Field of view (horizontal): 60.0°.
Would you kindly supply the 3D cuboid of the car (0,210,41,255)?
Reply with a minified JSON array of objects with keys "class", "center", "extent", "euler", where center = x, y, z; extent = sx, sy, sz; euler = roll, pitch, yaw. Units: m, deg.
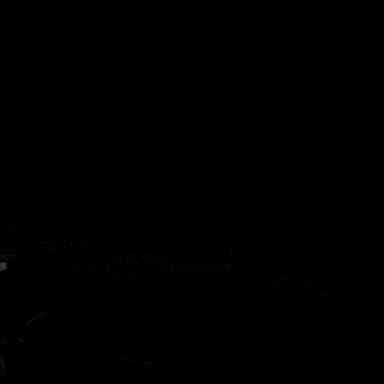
[{"class":"car","center":[-5.000,1.257,6.654],"extent":[5.009,1.841,2.192],"euler":[1,0,36]}]

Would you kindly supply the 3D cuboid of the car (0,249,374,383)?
[{"class":"car","center":[-0.507,1.549,3.444],"extent":[4.313,1.339,1.947],"euler":[1,0,36]}]
